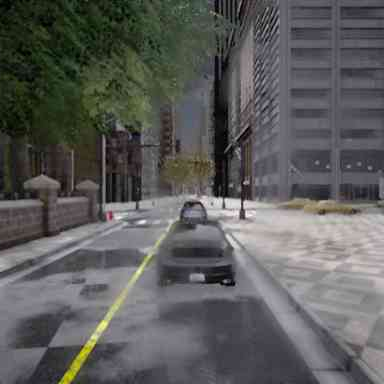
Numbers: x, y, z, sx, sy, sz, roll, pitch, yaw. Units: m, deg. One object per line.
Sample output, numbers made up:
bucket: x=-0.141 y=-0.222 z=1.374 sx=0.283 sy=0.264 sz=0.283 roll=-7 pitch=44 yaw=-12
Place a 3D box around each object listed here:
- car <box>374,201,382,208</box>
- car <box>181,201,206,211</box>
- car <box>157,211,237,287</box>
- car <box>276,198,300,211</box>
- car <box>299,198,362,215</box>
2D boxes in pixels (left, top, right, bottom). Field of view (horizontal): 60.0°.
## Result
car: x=23.397 y=1.143 z=37.796 sx=4.829 sy=1.417 sz=1.752 roll=-1 pitch=1 yaw=0
car: x=0.105 y=1.449 z=25.293 sx=2.033 sy=1.649 sz=4.856 roll=0 pitch=0 yaw=0
car: x=0.104 y=1.510 z=9.304 sx=1.837 sy=1.490 sz=4.892 roll=0 pitch=0 yaw=0
car: x=12.056 y=1.328 z=37.845 sx=4.829 sy=1.417 sz=1.752 roll=-1 pitch=1 yaw=0
car: x=12.368 y=1.341 z=29.319 sx=4.829 sy=1.417 sz=1.752 roll=-1 pitch=1 yaw=0
